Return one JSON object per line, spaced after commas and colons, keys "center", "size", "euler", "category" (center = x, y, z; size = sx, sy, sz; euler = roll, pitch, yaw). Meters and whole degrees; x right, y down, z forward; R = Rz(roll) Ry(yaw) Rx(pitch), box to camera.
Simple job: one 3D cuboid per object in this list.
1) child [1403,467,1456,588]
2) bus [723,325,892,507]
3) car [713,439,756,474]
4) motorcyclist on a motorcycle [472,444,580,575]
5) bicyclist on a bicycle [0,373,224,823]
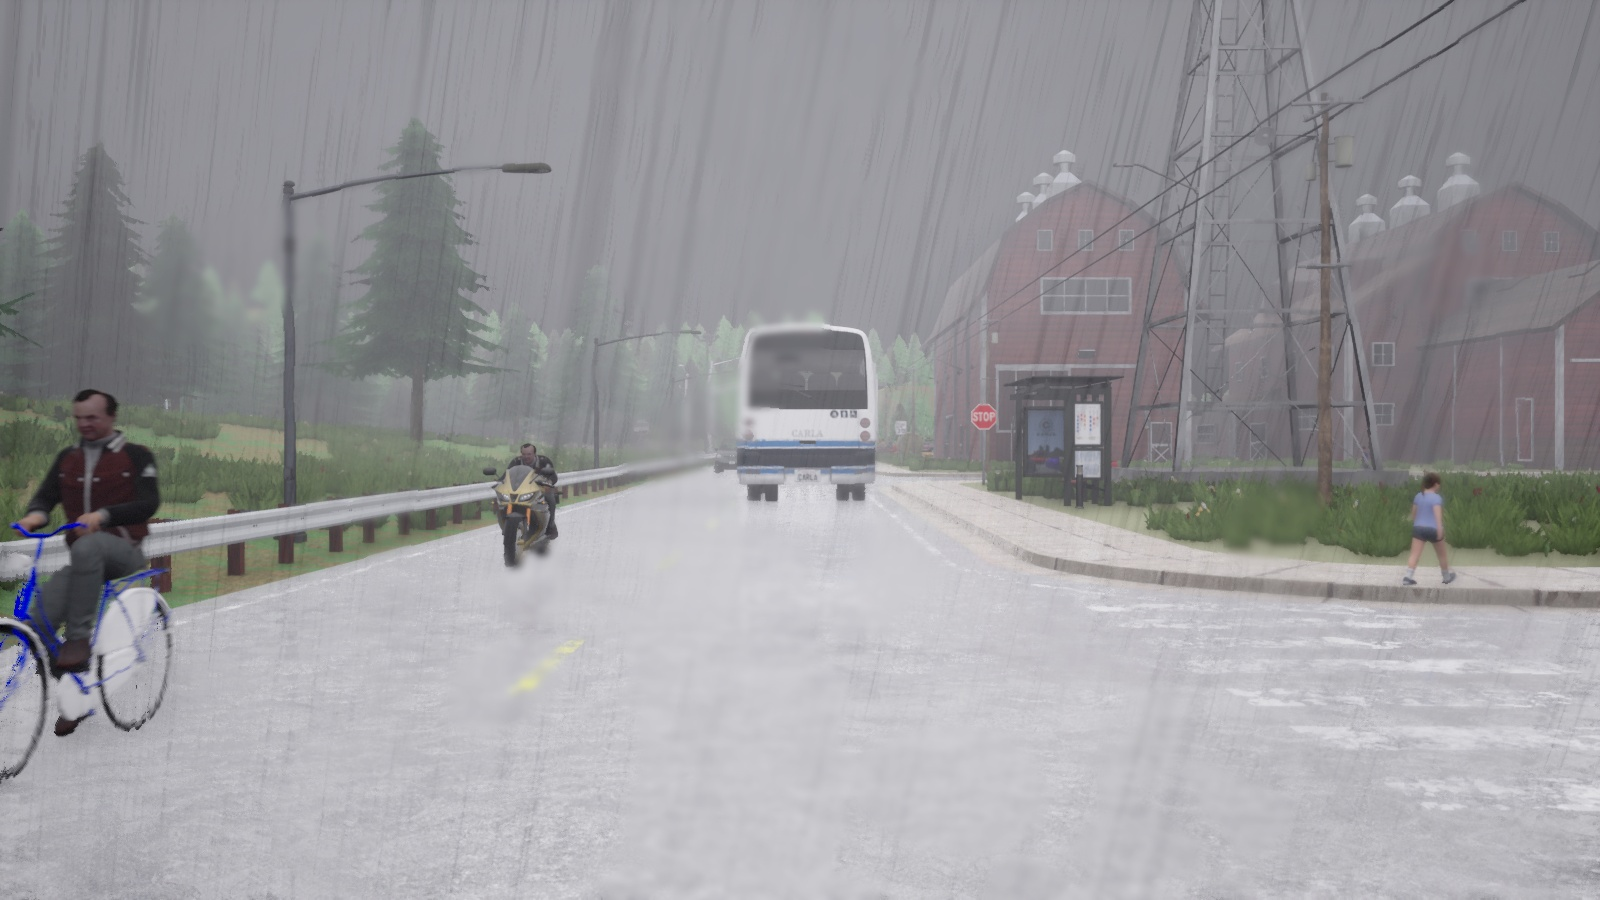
{"center": [5.928, 0.720, 11.826], "size": [0.394, 1.110, 0.255], "euler": [0, 0, -23], "category": "child"}
{"center": [0.206, -0.824, 34.443], "size": [3.944, 4.253, 10.273], "euler": [0, 0, 0], "category": "bus"}
{"center": [-3.148, 0.297, 61.169], "size": [1.851, 1.617, 3.988], "euler": [0, 0, 0], "category": "car"}
{"center": [-3.398, 0.690, 15.785], "size": [0.866, 1.530, 2.191], "euler": [0, 0, 0], "category": "motorcyclist on a motorcycle"}
{"center": [-3.452, 0.581, 5.874], "size": [0.659, 1.776, 1.843], "euler": [0, 0, 0], "category": "bicyclist on a bicycle"}
